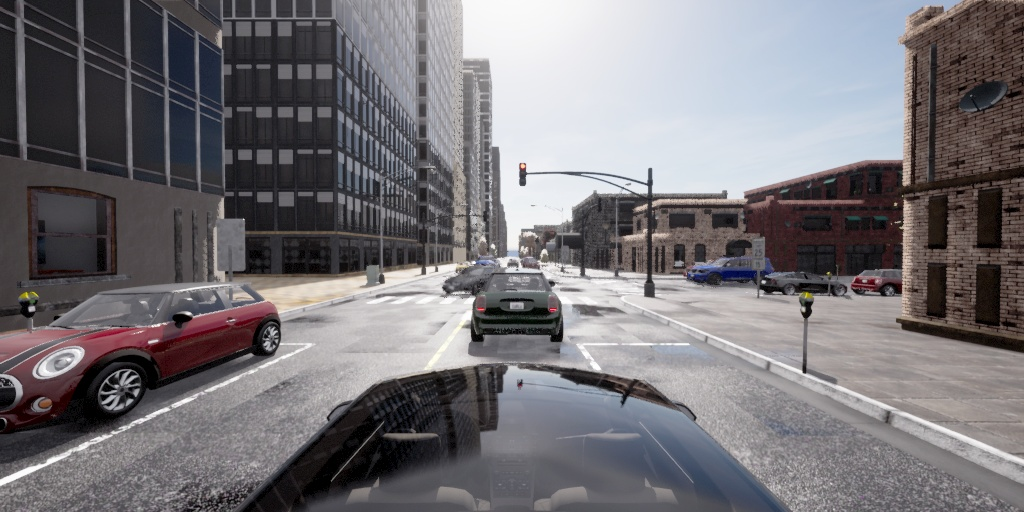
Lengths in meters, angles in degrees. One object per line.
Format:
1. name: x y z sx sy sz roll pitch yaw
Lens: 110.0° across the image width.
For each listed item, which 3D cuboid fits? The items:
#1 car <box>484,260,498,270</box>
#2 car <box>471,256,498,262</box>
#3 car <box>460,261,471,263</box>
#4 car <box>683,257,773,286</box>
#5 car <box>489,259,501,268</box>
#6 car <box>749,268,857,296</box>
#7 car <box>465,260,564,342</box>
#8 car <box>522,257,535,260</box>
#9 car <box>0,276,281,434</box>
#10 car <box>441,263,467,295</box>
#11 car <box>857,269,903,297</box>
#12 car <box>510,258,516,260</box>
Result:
1. car: -2.998 1.264 51.686 1.812 1.442 4.674 0 0 0
2. car: -3.013 0.962 41.496 2.150 2.045 5.566 0 0 1
3. car: -5.749 1.265 43.391 1.751 1.417 4.829 0 0 0
4. car: 16.007 1.106 26.231 5.566 2.045 2.150 0 1 1
5. car: -2.956 1.262 61.937 1.812 1.442 4.674 0 0 0
6. car: 16.447 1.547 20.446 4.313 1.339 1.948 0 0 1
7. car: 0.150 1.100 9.910 2.097 1.767 4.553 0 0 1
8. car: 2.780 1.179 49.134 1.967 1.591 4.097 0 0 0
9. car: -5.684 1.189 5.613 1.967 1.591 4.097 0 0 0
10. car: -1.823 1.271 19.339 1.812 1.442 4.674 -1 0 28
11. car: 21.994 1.474 20.364 4.097 1.591 1.967 0 0 1
12. car: 0.223 1.336 65.216 1.895 1.301 4.718 0 0 0
